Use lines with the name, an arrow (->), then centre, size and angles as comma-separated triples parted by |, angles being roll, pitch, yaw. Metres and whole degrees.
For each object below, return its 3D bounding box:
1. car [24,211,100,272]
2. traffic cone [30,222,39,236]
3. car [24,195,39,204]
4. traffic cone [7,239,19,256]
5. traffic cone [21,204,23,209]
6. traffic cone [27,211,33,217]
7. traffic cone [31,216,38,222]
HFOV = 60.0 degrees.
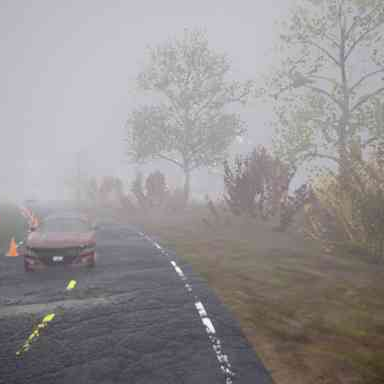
car -> -4.138, 1.454, 11.079 | 1.882, 1.535, 5.008 | 0, 0, -15
traffic cone -> -7.736, 1.913, 16.177 | 0.340, 0.580, 0.340 | 0, 0, -21
car -> -27.856, 1.286, 57.687 | 1.882, 1.535, 5.008 | 0, 0, -31
traffic cone -> -6.265, 1.924, 11.641 | 0.340, 0.580, 0.340 | 0, 0, -15
traffic cone -> -19.175, 1.839, 37.978 | 0.340, 0.580, 0.340 | 0, 0, -29
traffic cone -> -11.916, 1.886, 24.851 | 0.340, 0.580, 0.340 | 0, 0, -29
traffic cone -> -9.621, 1.900, 20.556 | 0.340, 0.580, 0.340 | 0, 0, -26
